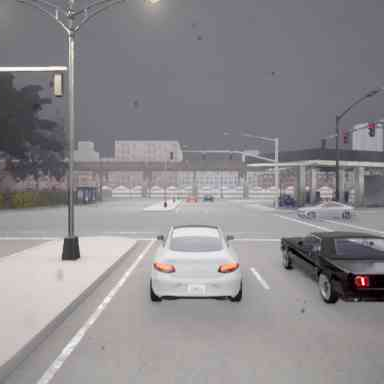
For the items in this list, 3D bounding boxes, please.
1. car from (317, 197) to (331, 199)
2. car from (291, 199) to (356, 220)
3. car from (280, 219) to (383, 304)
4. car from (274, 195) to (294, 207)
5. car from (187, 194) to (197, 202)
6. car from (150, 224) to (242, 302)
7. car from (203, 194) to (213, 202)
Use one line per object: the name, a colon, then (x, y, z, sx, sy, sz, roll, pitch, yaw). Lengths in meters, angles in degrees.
car: (18.967, 1.424, 48.413, 1.970, 1.475, 3.806, 0, 0, 0)
car: (10.954, 1.509, 27.287, 4.674, 1.442, 1.812, 0, 0, -4)
car: (3.589, 1.598, 8.095, 1.895, 1.301, 4.718, 0, 0, 0)
car: (13.222, 1.252, 47.651, 2.242, 1.667, 4.611, 0, 0, 0)
car: (0.016, 1.235, 72.299, 2.097, 1.767, 4.553, 0, 0, 0)
car: (0.084, 1.515, 8.112, 1.812, 1.442, 4.674, 0, 0, 0)
car: (3.516, 1.242, 72.298, 2.097, 1.767, 4.553, 0, 0, 0)
